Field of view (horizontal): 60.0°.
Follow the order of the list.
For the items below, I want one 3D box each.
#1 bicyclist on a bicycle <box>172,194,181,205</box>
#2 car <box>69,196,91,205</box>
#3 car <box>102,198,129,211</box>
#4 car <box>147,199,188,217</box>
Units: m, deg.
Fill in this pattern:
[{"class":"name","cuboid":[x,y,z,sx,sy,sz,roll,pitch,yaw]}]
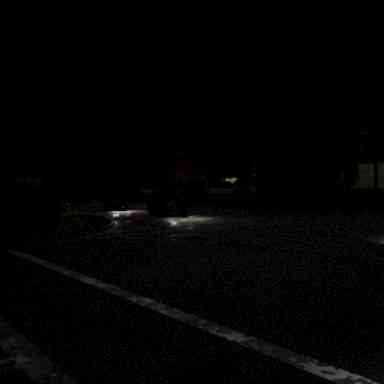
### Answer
[{"class":"bicyclist on a bicycle","cuboid":[-2.351,1.137,48.815,1.656,1.620,0.582,0,0,-37]},{"class":"car","cuboid":[-20.048,1.504,59.605,4.674,1.442,1.812,0,0,33]},{"class":"car","cuboid":[-9.430,1.487,40.822,1.837,1.490,4.892,0,1,-37]},{"class":"car","cuboid":[-2.379,1.454,31.442,1.882,1.535,5.008,0,0,-37]}]
